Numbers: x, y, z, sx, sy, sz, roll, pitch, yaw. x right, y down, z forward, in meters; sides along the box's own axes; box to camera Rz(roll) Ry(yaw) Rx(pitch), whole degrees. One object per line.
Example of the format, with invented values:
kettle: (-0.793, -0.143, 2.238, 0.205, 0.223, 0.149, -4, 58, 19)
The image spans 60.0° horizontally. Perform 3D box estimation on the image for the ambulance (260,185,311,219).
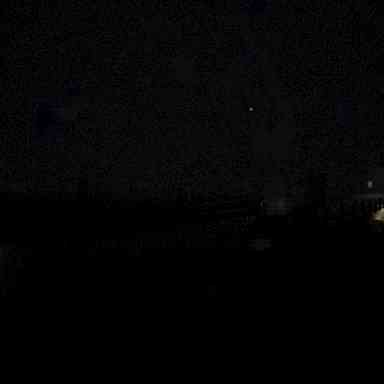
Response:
ambulance: (7.676, 0.714, 27.133, 2.351, 2.431, 6.366, 4, 2, 35)
